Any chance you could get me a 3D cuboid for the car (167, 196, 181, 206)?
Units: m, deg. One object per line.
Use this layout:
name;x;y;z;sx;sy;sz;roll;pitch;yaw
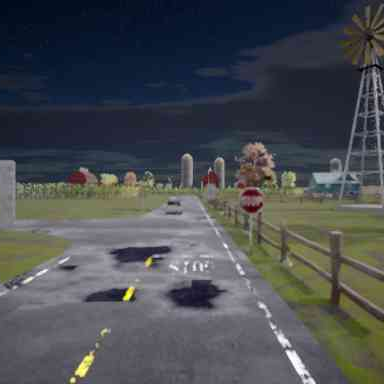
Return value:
car;-2.755;1.333;50.625;1.882;1.535;5.008;0;0;0
